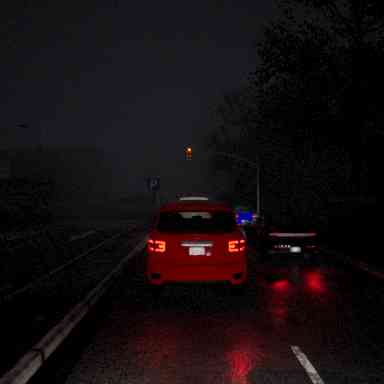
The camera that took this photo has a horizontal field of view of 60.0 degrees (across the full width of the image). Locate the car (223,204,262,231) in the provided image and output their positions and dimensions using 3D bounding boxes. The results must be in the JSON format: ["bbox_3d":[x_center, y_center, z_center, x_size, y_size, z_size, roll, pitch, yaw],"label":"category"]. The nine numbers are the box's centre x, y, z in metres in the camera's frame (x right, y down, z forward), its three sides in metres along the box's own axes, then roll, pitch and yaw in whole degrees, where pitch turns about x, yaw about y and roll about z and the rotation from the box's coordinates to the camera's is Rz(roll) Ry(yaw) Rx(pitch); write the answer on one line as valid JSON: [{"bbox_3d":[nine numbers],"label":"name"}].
[{"bbox_3d":[3.137,1.553,21.565,1.812,1.442,4.674,0,0,0],"label":"car"}]

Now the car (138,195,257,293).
[{"bbox_3d":[0.089,1.230,9.044,2.150,2.045,5.566,0,0,0],"label":"car"}]

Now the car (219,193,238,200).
[{"bbox_3d":[9.309,1.128,85.310,4.553,1.767,2.185,1,0,-12],"label":"car"}]

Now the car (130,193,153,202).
[{"bbox_3d":[-10.830,1.196,70.956,4.553,1.767,2.185,-1,0,-14],"label":"car"}]

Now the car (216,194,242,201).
[{"bbox_3d":[8.075,1.263,73.602,5.366,1.575,1.946,1,0,-13],"label":"car"}]

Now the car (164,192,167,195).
[{"bbox_3d":[-9.413,1.358,82.966,4.674,1.452,2.002,-1,0,-13],"label":"car"}]

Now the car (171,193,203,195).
[{"bbox_3d":[0.120,1.246,19.402,2.150,2.045,5.566,0,0,0],"label":"car"}]

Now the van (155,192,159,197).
[{"bbox_3d":[-10.369,1.093,73.996,4.442,1.987,1.878,-1,0,-14],"label":"van"}]

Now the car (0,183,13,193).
[{"bbox_3d":[-31.257,-0.425,55.904,2.435,2.045,5.566,6,-3,-19],"label":"car"}]

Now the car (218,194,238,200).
[{"bbox_3d":[8.947,1.297,82.380,4.674,1.452,2.002,1,0,-12],"label":"car"}]

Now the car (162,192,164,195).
[{"bbox_3d":[-9.779,1.359,79.964,4.674,1.452,2.002,-1,0,-13],"label":"car"}]

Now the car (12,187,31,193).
[{"bbox_3d":[-28.262,0.137,55.849,2.002,1.452,4.674,6,-3,-19],"label":"car"}]

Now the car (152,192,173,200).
[{"bbox_3d":[-8.163,1.064,91.957,5.566,2.045,2.435,-1,0,-12],"label":"car"}]

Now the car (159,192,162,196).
[{"bbox_3d":[-10.147,1.321,76.968,4.892,1.521,2.231,-1,0,-14],"label":"car"}]

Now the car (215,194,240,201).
[{"bbox_3d":[8.052,1.257,76.454,5.366,1.575,1.946,1,0,-13],"label":"car"}]

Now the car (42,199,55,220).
[{"bbox_3d":[-13.674,1.404,27.200,4.553,1.767,2.185,-1,0,-19],"label":"car"}]

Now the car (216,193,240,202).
[{"bbox_3d":[7.544,1.141,70.608,4.553,1.767,2.185,1,0,-14],"label":"car"}]

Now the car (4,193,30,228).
[{"bbox_3d":[-13.755,1.268,21.186,5.566,2.045,2.435,-1,0,-20],"label":"car"}]

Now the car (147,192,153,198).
[{"bbox_3d":[-10.918,1.315,68.003,5.366,1.575,1.946,-1,0,-15],"label":"car"}]

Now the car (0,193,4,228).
[{"bbox_3d":[-13.822,1.264,18.150,5.566,2.045,2.435,-1,0,-20],"label":"car"}]

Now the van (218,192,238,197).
[{"bbox_3d":[7.165,1.042,67.637,4.442,1.987,1.878,1,0,-14],"label":"van"}]

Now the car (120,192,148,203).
[{"bbox_3d":[-11.557,1.358,65.010,4.792,1.488,2.163,-1,0,-15],"label":"car"}]

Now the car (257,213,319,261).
[{"bbox_3d":[3.094,1.505,12.355,2.128,1.511,4.902,0,0,0],"label":"car"}]

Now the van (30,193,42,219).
[{"bbox_3d":[-13.644,1.298,24.222,4.442,1.987,1.878,-1,0,-20],"label":"van"}]
